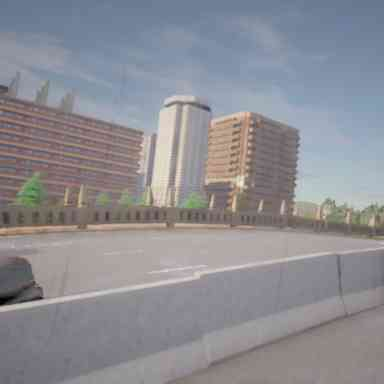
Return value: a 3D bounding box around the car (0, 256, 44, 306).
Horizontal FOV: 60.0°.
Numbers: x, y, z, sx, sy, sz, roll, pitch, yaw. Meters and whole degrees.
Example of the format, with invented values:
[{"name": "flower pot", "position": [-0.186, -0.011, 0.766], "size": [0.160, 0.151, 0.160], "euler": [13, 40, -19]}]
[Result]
[{"name": "car", "position": [-5.059, 1.542, 4.662], "size": [5.357, 1.411, 2.033], "euler": [0, 0, -35]}]
